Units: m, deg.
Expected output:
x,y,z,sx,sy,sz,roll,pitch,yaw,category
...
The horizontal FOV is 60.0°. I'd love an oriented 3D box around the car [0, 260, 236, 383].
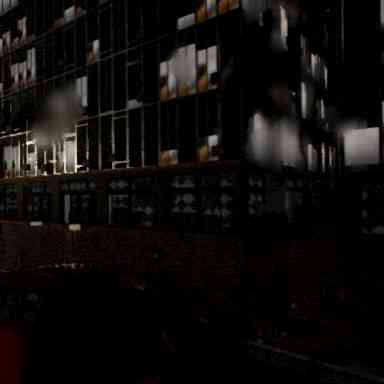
x,y,z,sx,sy,sz,roll,pitch,yaw,category
-1.659,1.531,4.075,4.507,1.381,1.887,0,-1,36,car
